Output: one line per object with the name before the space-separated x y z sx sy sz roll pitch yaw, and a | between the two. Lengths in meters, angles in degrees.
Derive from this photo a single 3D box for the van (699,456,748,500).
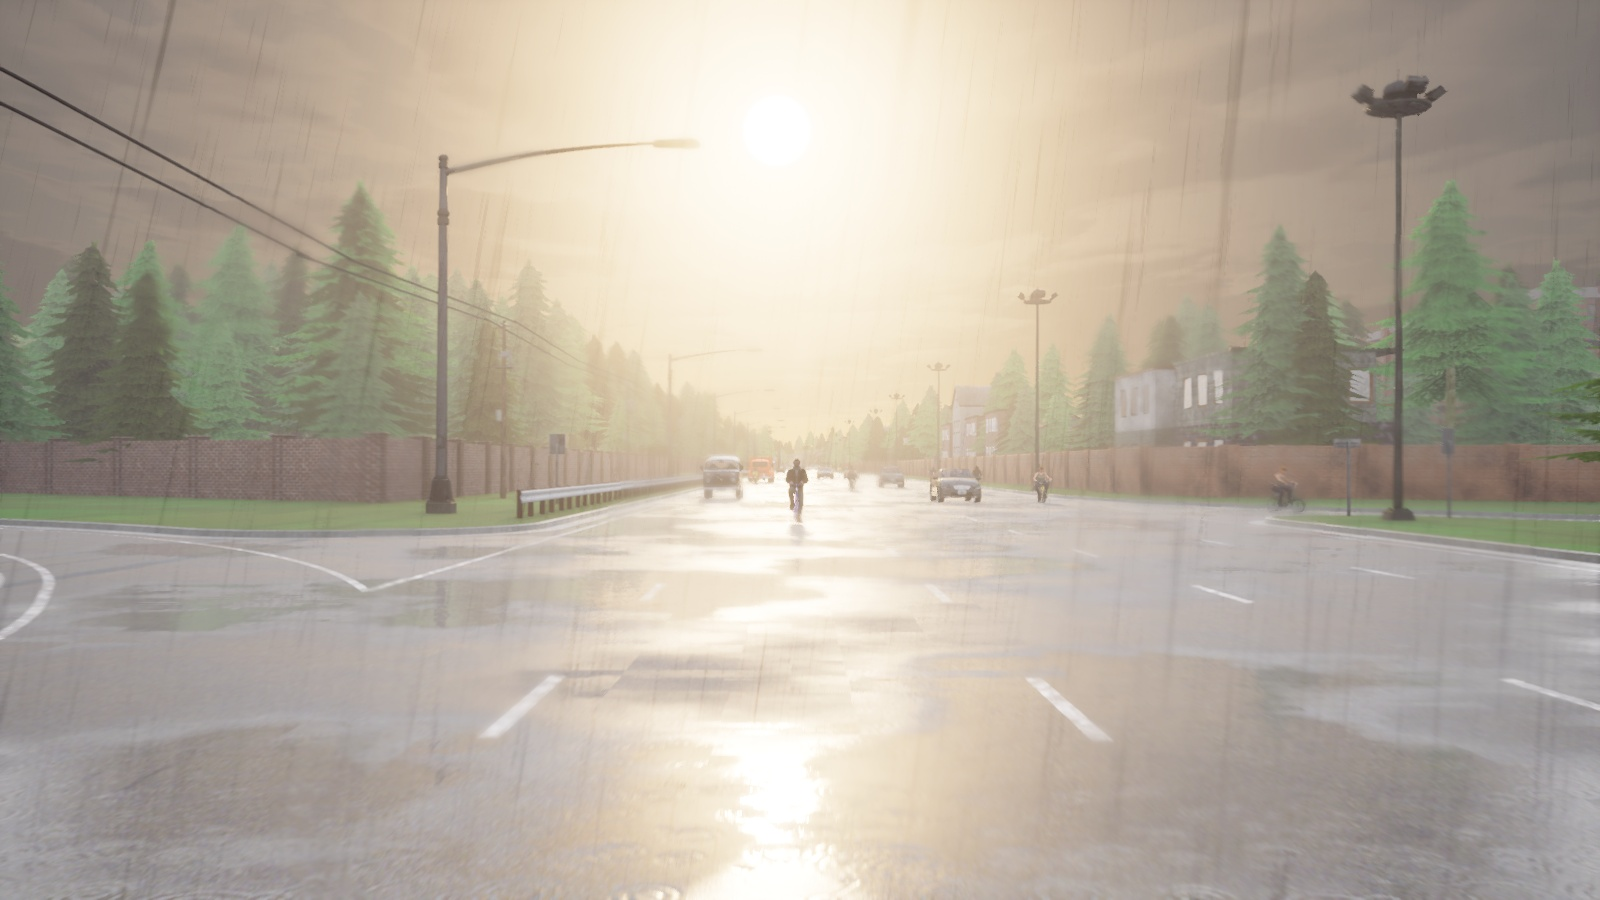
van | -3.645 1.331 60.395 2.069 2.038 4.480 0 -1 0

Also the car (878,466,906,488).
car | 6.779 1.962 92.544 1.789 1.549 3.705 0 -1 0

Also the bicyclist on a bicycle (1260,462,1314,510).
bicyclist on a bicycle | 16.854 1.242 43.474 0.866 1.612 1.509 1 -1 -33

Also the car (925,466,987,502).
car | 6.867 1.461 55.706 2.128 1.511 4.902 0 -1 0
